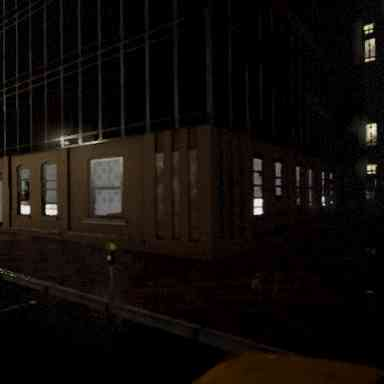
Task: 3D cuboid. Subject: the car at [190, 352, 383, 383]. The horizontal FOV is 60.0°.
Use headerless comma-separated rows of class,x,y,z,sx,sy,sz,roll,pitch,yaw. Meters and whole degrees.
car,1.910,1.529,1.492,4.829,1.417,1.752,0,-1,35
